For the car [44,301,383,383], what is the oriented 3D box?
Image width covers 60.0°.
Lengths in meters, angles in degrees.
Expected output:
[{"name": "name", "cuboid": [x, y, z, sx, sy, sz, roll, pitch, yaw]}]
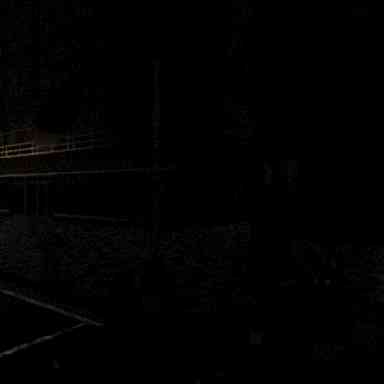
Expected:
[{"name": "car", "cuboid": [0.587, 1.580, 2.542, 4.206, 1.307, 1.802, 0, 0, 36]}]
